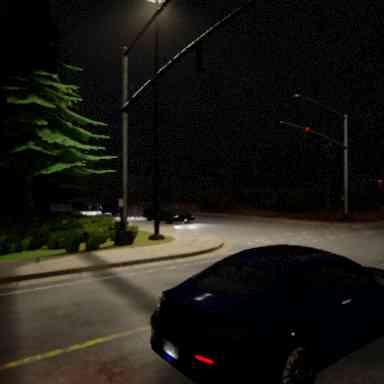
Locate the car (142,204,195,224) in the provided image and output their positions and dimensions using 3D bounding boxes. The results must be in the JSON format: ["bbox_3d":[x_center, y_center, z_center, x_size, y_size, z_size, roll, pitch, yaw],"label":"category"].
[{"bbox_3d":[-1.970,1.629,25.847,2.033,1.411,5.357,0,0,-35],"label":"car"}]

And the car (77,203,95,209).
[{"bbox_3d":[-13.801,1.611,42.601,2.128,1.511,4.902,0,0,-35],"label":"car"}]

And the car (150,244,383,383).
[{"bbox_3d":[1.625,1.536,4.988,4.674,1.442,1.812,0,0,-36],"label":"car"}]

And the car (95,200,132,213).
[{"bbox_3d":[-7.811,1.592,34.107,2.128,1.511,4.902,0,0,-35],"label":"car"}]
